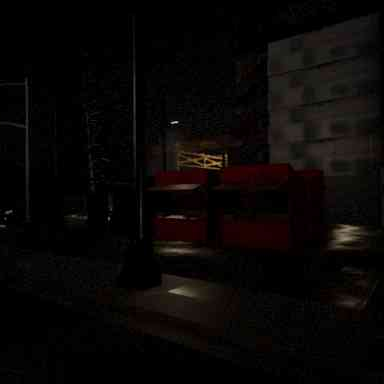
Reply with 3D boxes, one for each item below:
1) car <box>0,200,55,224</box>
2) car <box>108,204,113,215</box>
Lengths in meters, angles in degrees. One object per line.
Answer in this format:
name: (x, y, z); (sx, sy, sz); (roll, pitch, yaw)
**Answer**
car: (-12.900, 1.491, 26.270); (2.097, 1.767, 4.553); (-1, -1, 36)
car: (-7.191, 1.663, 34.121); (1.812, 1.442, 4.674); (-1, -1, 36)
